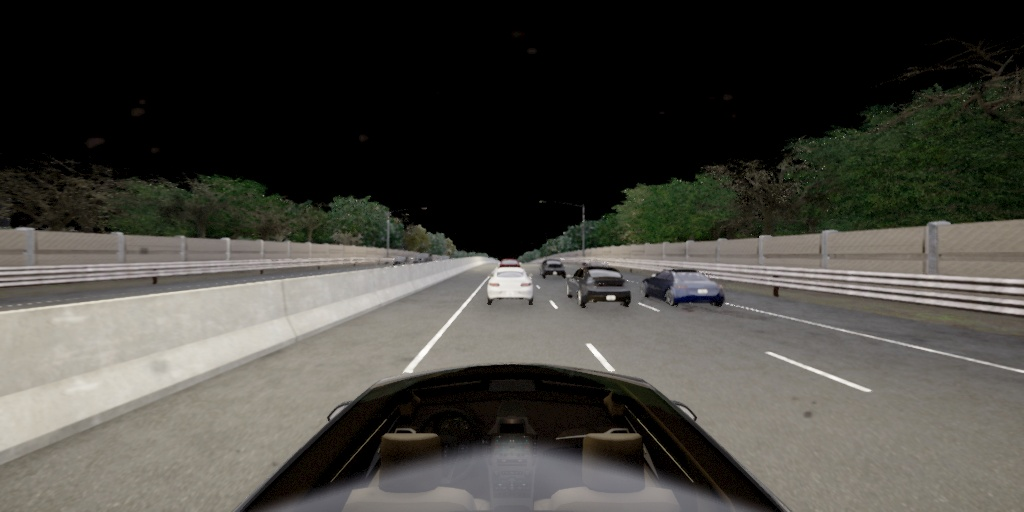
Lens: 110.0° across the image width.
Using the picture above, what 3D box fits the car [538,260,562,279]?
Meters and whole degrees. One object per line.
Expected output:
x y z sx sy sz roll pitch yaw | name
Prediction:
3.305 1.032 29.870 1.837 1.490 4.892 0 1 0 | car

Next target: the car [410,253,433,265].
-14.532 0.518 59.260 2.150 2.045 5.566 0 0 0 | car

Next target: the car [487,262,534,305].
-0.066 1.187 15.488 1.812 1.442 4.674 0 1 0 | car

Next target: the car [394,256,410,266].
-18.032 0.801 59.181 1.837 1.490 4.892 0 0 0 | car

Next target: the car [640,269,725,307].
6.934 1.230 15.033 1.994 1.385 4.181 0 1 0 | car

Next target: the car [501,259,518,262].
-0.195 0.991 31.041 1.882 1.535 5.008 0 1 0 | car

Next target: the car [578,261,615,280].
6.806 1.134 29.237 1.895 1.301 4.718 0 1 0 | car

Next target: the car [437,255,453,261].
-11.042 0.650 59.570 2.097 1.767 4.553 0 0 0 | car

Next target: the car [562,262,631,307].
3.434 1.172 14.864 1.837 1.490 4.892 0 1 0 | car
